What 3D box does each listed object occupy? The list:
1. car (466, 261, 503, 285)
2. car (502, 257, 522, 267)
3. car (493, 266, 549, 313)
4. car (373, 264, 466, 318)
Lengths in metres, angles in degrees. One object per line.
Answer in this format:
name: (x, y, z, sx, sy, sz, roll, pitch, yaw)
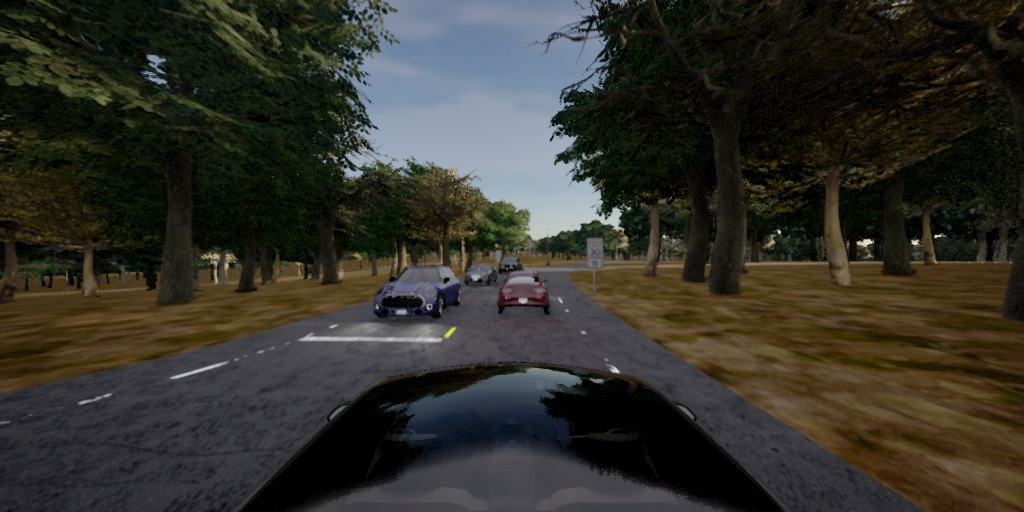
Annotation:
car: (-2.230, 1.311, 26.694, 2.128, 1.511, 4.902, 0, 0, 6)
car: (-0.120, 1.111, 42.526, 2.150, 2.045, 5.566, 0, -1, 10)
car: (0.481, 1.306, 14.134, 1.812, 1.442, 4.674, 0, 0, 3)
car: (-3.243, 1.123, 13.135, 2.097, 1.767, 4.553, 0, 0, 3)
